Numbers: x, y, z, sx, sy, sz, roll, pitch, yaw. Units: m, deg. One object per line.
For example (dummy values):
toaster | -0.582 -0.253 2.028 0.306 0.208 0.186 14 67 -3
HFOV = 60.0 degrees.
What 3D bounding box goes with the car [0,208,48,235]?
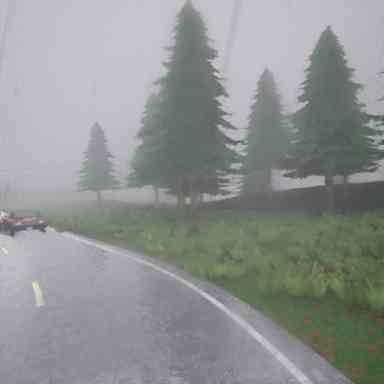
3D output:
car | -10.274 1.758 20.256 1.895 1.301 4.718 -2 1 -36
